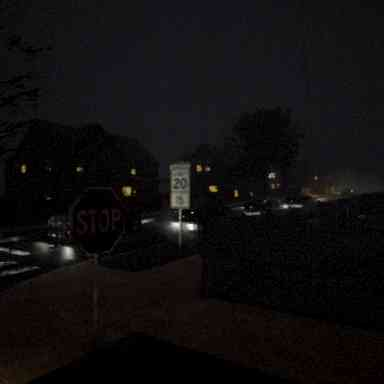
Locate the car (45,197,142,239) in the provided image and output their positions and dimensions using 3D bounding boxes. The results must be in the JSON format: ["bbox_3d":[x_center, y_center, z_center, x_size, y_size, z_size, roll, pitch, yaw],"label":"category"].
[{"bbox_3d":[-4.530,1.175,15.781,2.097,1.767,4.553,0,1,34],"label":"car"}]

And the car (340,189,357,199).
[{"bbox_3d":[24.034,0.283,50.991,1.837,1.490,4.892,0,2,36],"label":"car"}]

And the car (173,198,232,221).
[{"bbox_3d":[0.930,1.147,23.535,2.033,1.411,5.357,0,2,35],"label":"car"}]

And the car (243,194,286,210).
[{"bbox_3d":[6.801,0.910,31.790,2.033,1.411,5.357,0,2,36],"label":"car"}]

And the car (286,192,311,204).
[{"bbox_3d":[12.804,0.723,40.188,1.895,1.301,4.718,0,2,36],"label":"car"}]
